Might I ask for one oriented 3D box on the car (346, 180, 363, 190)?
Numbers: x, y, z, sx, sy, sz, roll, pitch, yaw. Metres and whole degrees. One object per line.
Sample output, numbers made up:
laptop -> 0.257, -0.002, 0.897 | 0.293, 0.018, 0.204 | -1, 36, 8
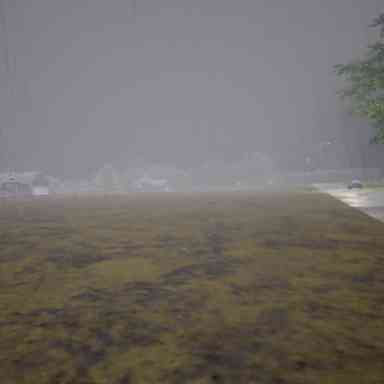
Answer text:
car -> 25.804, -1.160, 52.983 | 1.812, 1.442, 4.674 | -4, 1, 18
